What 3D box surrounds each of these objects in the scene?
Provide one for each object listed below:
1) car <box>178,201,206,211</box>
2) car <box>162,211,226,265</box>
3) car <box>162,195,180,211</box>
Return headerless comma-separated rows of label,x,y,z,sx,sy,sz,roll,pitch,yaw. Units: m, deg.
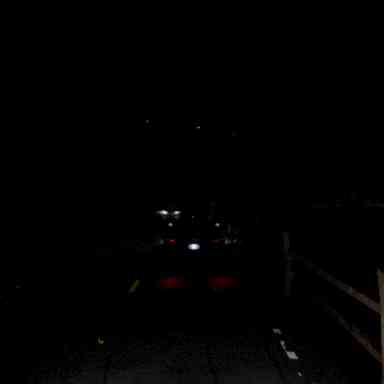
car,0.065,1.583,26.754,1.837,1.490,4.892,0,0,0
car,0.069,1.575,11.742,1.994,1.385,4.181,0,0,0
car,-2.850,1.469,46.095,2.150,2.045,5.566,0,0,0
